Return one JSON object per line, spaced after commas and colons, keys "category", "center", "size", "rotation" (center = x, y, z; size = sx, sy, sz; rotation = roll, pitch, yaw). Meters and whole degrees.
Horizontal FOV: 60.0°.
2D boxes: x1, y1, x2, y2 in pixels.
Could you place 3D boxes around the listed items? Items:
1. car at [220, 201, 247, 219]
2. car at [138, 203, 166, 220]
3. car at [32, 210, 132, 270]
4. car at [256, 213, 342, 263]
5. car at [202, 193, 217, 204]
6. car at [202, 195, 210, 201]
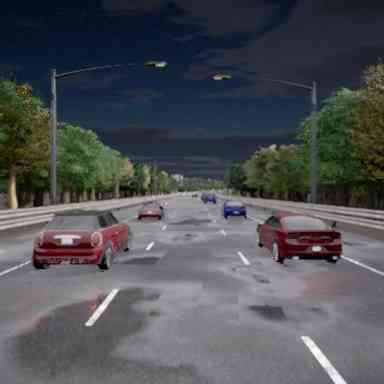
{"category": "car", "center": [3.604, 1.504, 29.463], "size": [1.882, 1.535, 5.008], "rotation": [0, 0, 0]}
{"category": "car", "center": [-3.396, 1.589, 28.601], "size": [1.994, 1.385, 4.181], "rotation": [0, 0, 0]}
{"category": "car", "center": [-3.397, 1.362, 11.170], "size": [2.097, 1.767, 4.553], "rotation": [0, 0, 0]}
{"category": "car", "center": [3.603, 1.489, 12.072], "size": [1.882, 1.535, 5.008], "rotation": [0, 0, 0]}
{"category": "car", "center": [3.507, 1.277, 64.068], "size": [2.150, 2.045, 5.566], "rotation": [0, 0, 0]}
{"category": "car", "center": [3.534, 1.555, 85.993], "size": [1.882, 1.535, 5.008], "rotation": [0, 0, 0]}
